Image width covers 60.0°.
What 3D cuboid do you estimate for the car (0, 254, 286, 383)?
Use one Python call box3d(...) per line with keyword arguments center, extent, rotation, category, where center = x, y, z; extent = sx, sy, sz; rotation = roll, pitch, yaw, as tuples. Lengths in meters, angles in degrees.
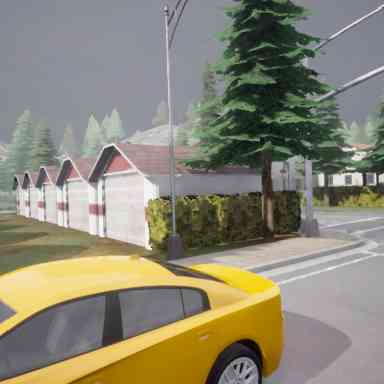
box3d(center=(-1.277, 1.452, 3.078), extent=(5.008, 1.535, 1.882), rotation=(-2, 1, -35), category="car")
